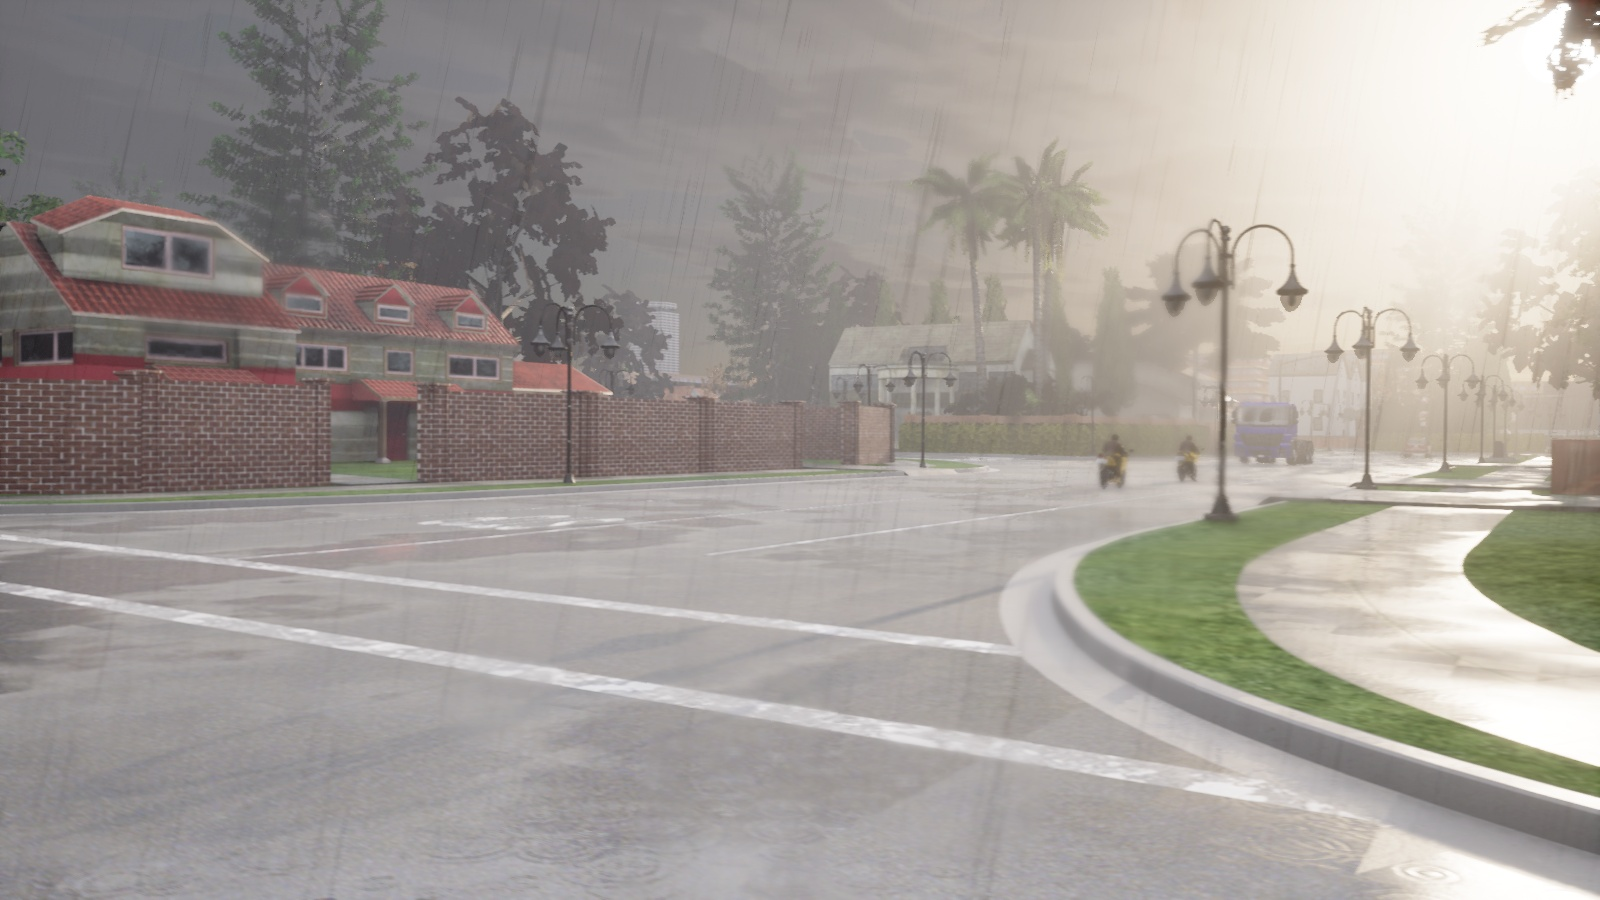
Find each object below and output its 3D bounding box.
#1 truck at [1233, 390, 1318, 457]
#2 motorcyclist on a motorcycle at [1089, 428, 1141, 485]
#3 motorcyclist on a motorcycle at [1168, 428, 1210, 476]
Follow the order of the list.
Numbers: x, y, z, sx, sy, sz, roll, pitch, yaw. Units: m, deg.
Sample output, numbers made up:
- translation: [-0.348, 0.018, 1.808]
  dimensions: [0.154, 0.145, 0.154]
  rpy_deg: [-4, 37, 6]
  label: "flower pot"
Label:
- translation: [26.461, -1.445, 69.616]
  dimensions: [2.891, 3.462, 7.936]
  rpy_deg: [0, 1, 32]
  label: "truck"
- translation: [8.702, 0.162, 34.656]
  dimensions: [0.797, 1.523, 2.044]
  rpy_deg: [0, 1, 32]
  label: "motorcyclist on a motorcycle"
- translation: [12.754, 0.037, 41.127]
  dimensions: [0.797, 1.523, 2.044]
  rpy_deg: [0, 1, 32]
  label: "motorcyclist on a motorcycle"
